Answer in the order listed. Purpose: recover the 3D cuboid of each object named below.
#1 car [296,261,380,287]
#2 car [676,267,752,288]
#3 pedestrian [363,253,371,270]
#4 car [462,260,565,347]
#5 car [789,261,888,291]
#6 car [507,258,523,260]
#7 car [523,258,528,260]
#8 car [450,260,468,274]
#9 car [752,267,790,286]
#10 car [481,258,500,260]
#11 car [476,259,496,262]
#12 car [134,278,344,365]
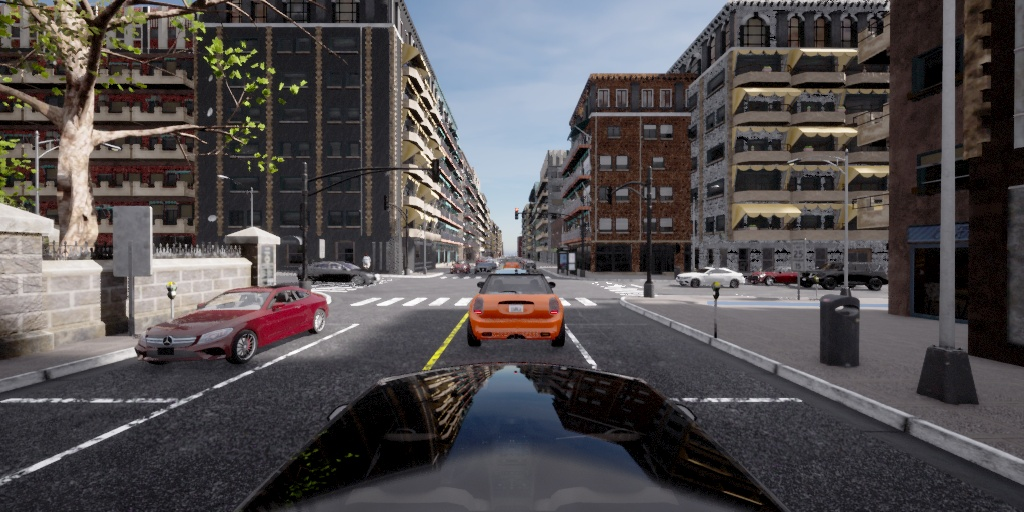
[{"bbox_3d":[-10.922,1.106,22.681,4.902,1.511,2.128,2,0,-1],"label":"car"},{"bbox_3d":[14.474,1.549,26.234,4.674,1.442,1.812,1,0,-2],"label":"car"},{"bbox_3d":[-12.764,0.651,31.386,0.375,1.860,0.375,0,-1,-1],"label":"pedestrian"},{"bbox_3d":[0.113,1.101,9.507,2.097,1.767,4.553,0,0,1],"label":"car"},{"bbox_3d":[24.216,1.417,26.364,5.566,2.045,2.150,1,0,-1],"label":"car"},{"bbox_3d":[0.012,1.099,45.361,2.097,1.767,4.553,0,0,0],"label":"car"},{"bbox_3d":[2.605,1.298,51.692,2.007,1.370,4.403,0,0,0],"label":"car"},{"bbox_3d":[-5.756,1.187,40.406,1.967,1.591,4.097,0,0,0],"label":"car"},{"bbox_3d":[21.334,1.570,28.889,4.097,1.591,1.967,0,0,-1],"label":"car"},{"bbox_3d":[-3.171,1.312,49.978,1.994,1.385,4.181,0,0,0],"label":"car"},{"bbox_3d":[-3.160,1.312,41.004,1.994,1.385,4.181,0,0,0],"label":"car"},{"bbox_3d":[-5.700,1.331,7.995,1.802,1.307,4.207,0,0,0],"label":"car"}]
